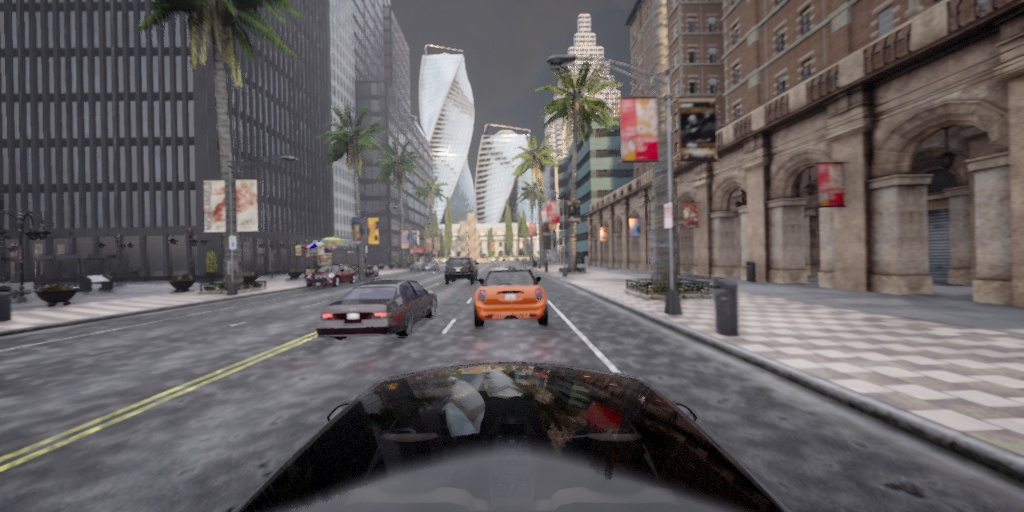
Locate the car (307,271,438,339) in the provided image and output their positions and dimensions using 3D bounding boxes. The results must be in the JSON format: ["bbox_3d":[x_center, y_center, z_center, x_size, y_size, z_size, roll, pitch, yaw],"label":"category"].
[{"bbox_3d":[-3.540,1.381,10.458,2.033,1.411,5.357,-1,0,-1],"label":"car"}]

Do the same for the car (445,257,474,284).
[{"bbox_3d":[-3.905,1.073,28.238,2.150,2.045,5.566,-1,0,-1],"label":"car"}]

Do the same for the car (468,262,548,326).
[{"bbox_3d":[-0.059,1.110,11.875,2.097,1.767,4.553,-1,0,-1],"label":"car"}]

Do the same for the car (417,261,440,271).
[{"bbox_3d":[-11.758,1.531,52.113,2.128,1.511,4.902,-1,0,-1],"label":"car"}]
